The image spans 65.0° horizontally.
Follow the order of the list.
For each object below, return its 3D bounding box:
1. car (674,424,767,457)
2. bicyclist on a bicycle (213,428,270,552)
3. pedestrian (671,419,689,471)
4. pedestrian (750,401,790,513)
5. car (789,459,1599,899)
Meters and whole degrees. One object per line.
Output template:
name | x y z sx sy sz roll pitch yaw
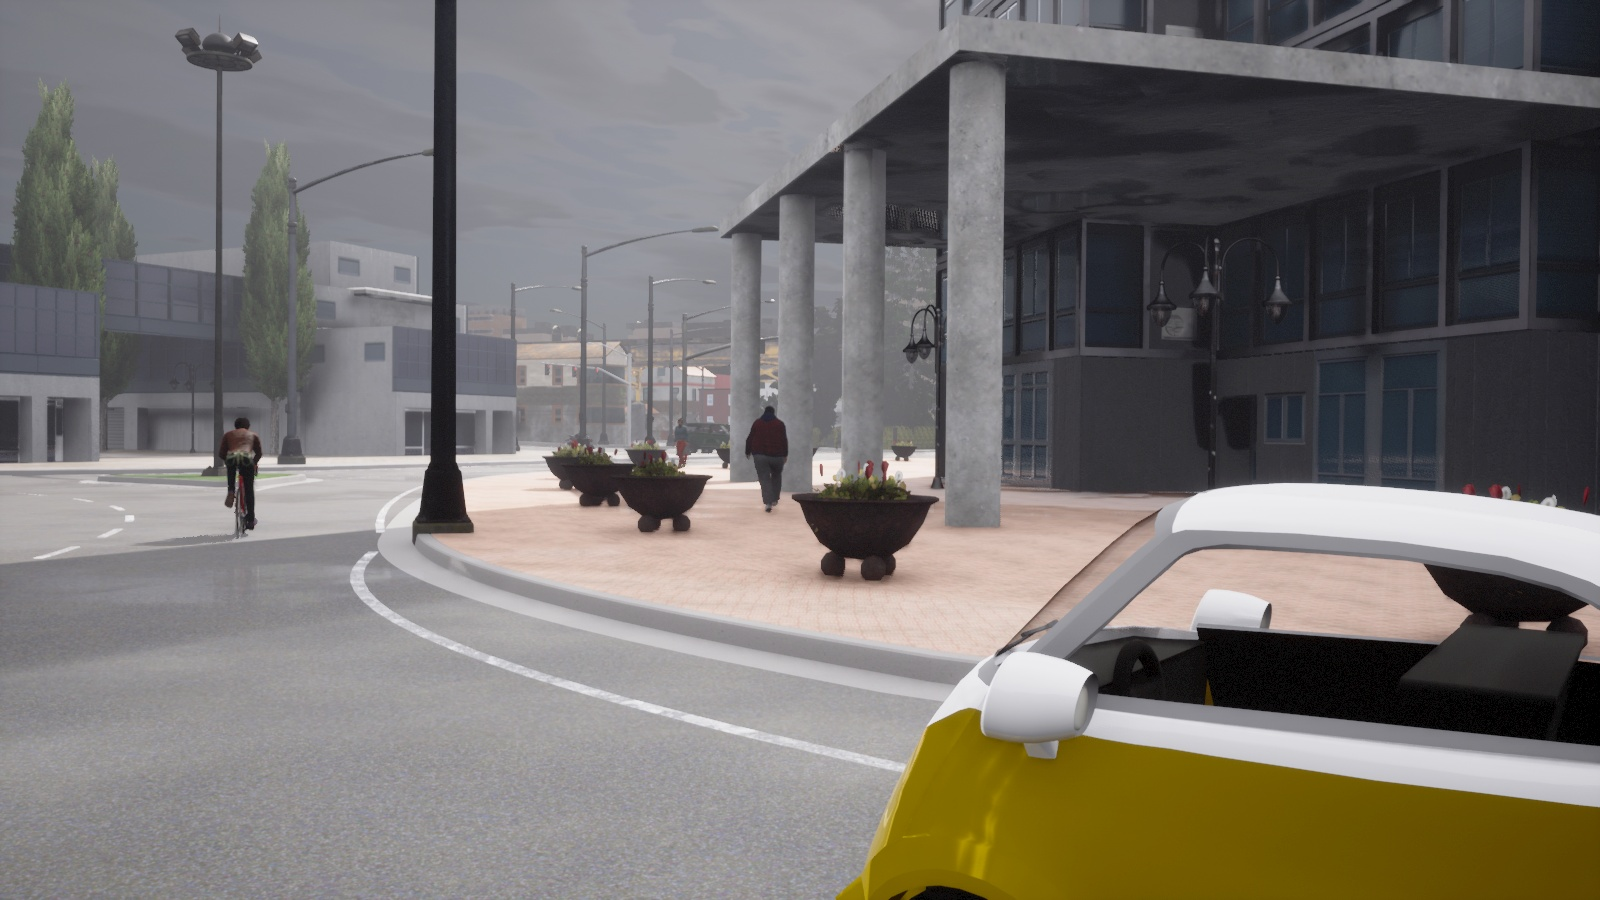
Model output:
car | -5.046 -0.596 79.437 5.566 2.045 2.150 0 1 30
bicyclist on a bicycle | -7.643 0.516 17.226 0.582 1.620 1.656 -1 1 -20
pedestrian | -4.325 -0.189 45.352 0.353 1.847 0.614 0 1 25
pedestrian | -0.501 0.107 21.267 0.634 1.844 0.899 -1 1 1
car | 1.306 0.736 2.802 2.207 1.376 1.481 0 1 35
